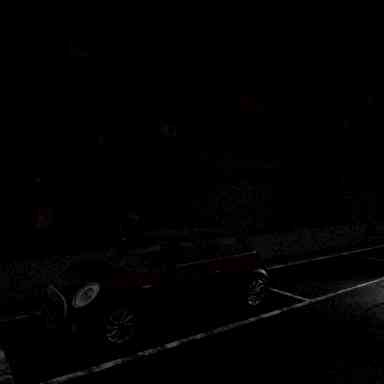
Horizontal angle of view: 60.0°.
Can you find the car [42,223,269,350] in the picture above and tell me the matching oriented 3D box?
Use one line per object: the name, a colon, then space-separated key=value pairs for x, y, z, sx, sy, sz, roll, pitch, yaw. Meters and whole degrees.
car: x=-0.530 y=1.440 z=6.154 sx=4.097 sy=1.590 sz=1.967 roll=0 pitch=0 yaw=-35
